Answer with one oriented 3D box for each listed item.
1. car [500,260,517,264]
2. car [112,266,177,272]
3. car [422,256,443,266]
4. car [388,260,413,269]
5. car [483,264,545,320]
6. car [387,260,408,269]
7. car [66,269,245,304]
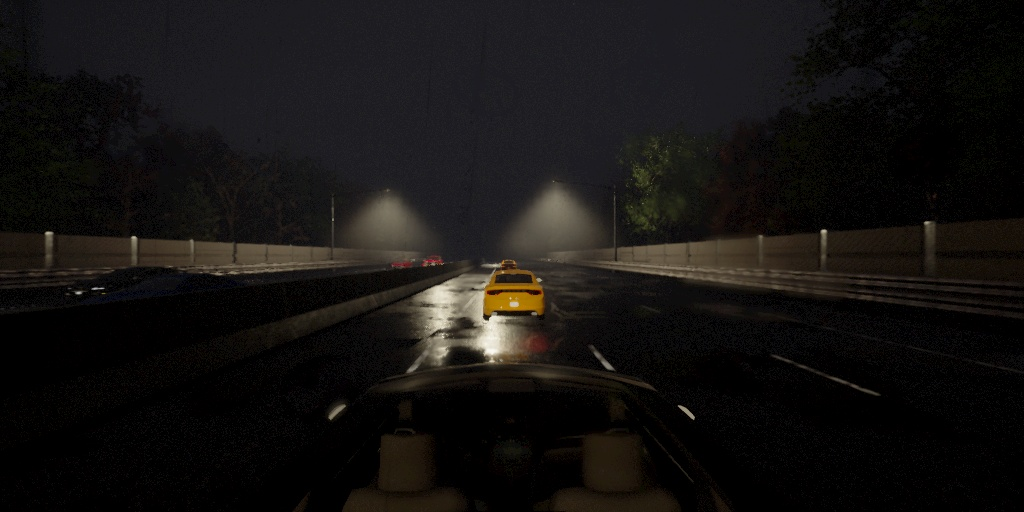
[{"bbox_3d":[-0.422,1.225,43.547,1.882,1.535,5.008,0,0,-1],"label":"car"},{"bbox_3d":[-17.682,1.254,17.031,1.837,1.490,4.892,0,0,-1],"label":"car"},{"bbox_3d":[-11.311,0.965,51.666,2.150,2.045,5.566,0,0,-1],"label":"car"},{"bbox_3d":[-14.721,1.221,48.155,1.882,1.535,5.008,0,0,-1],"label":"car"},{"bbox_3d":[0.051,1.227,12.711,1.882,1.535,5.008,0,0,0],"label":"car"},{"bbox_3d":[-18.472,1.341,57.958,1.895,1.301,4.718,0,0,-1],"label":"car"},{"bbox_3d":[-10.639,1.276,11.419,1.812,1.442,4.674,0,0,0],"label":"car"}]
